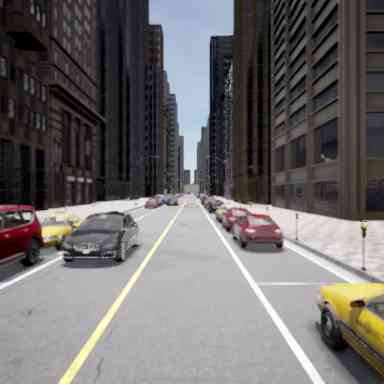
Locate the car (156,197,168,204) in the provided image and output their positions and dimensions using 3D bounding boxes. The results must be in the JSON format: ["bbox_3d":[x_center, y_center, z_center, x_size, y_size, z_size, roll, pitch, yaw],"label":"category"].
[{"bbox_3d":[-5.793,1.610,65.001,1.887,1.381,4.507,0,0,0],"label":"car"}]

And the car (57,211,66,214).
[{"bbox_3d":[-5.770,1.535,14.266,1.752,1.417,4.829,0,0,0],"label":"car"}]

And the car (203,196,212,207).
[{"bbox_3d":[2.742,1.582,42.547,1.887,1.381,4.507,0,0,0],"label":"car"}]

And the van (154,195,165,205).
[{"bbox_3d":[-5.791,1.399,59.383,1.690,1.788,3.998,0,0,0],"label":"van"}]

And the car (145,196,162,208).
[{"bbox_3d":[-5.786,1.626,48.146,1.802,1.307,4.206,0,0,0],"label":"car"}]

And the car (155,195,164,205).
[{"bbox_3d":[-5.788,1.617,53.765,1.947,1.339,4.313,0,0,0],"label":"car"}]

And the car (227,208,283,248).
[{"bbox_3d":[2.755,1.591,14.453,1.802,1.307,4.206,0,0,0],"label":"car"}]

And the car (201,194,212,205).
[{"bbox_3d":[2.739,1.484,48.166,1.967,1.590,4.097,0,0,0],"label":"car"}]

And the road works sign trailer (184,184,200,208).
[{"bbox_3d":[-0.024,0.511,50.226,2.380,3.560,2.880,0,0,0],"label":"road works sign trailer"}]

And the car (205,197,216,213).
[{"bbox_3d":[2.745,1.597,36.928,1.947,1.339,4.313,0,0,0],"label":"car"}]

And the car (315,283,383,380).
[{"bbox_3d":[2.760,1.528,3.385,1.752,1.417,4.829,0,0,0],"label":"car"}]

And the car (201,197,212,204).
[{"bbox_3d":[2.732,1.631,65.022,1.947,1.339,4.313,0,0,0],"label":"car"}]

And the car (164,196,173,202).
[{"bbox_3d":[-5.801,1.670,81.856,1.802,1.307,4.206,0,0,0],"label":"car"}]

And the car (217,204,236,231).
[{"bbox_3d":[2.752,1.595,20.071,1.802,1.307,4.206,0,0,0],"label":"car"}]

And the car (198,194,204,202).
[{"bbox_3d":[2.734,1.373,59.403,2.192,1.841,5.009,0,0,0],"label":"car"}]

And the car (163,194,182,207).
[{"bbox_3d":[-3.099,1.555,53.118,1.837,1.490,4.892,0,0,0],"label":"car"}]

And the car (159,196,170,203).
[{"bbox_3d":[-5.796,1.638,70.620,1.947,1.339,4.313,0,0,0],"label":"car"}]

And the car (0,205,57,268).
[{"bbox_3d":[-5.767,1.321,8.818,2.192,1.841,5.009,0,0,0],"label":"car"}]

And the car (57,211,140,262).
[{"bbox_3d":[-3.107,1.513,12.181,1.837,1.490,4.892,0,0,0],"label":"car"}]

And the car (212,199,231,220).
[{"bbox_3d":[2.750,1.544,25.860,1.752,1.417,4.829,0,0,0],"label":"car"}]
